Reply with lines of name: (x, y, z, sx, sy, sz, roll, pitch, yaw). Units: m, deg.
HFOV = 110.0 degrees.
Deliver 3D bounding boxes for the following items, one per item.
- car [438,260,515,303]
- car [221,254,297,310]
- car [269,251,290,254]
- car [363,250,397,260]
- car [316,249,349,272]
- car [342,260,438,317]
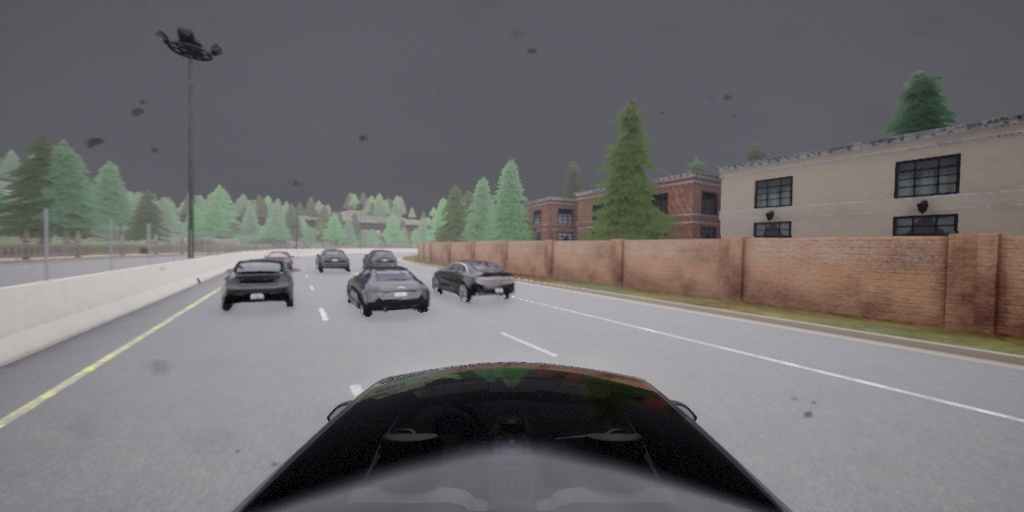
car: (-1.702, 0.918, 14.524, 2.128, 1.511, 4.902, 0, 2, -31)
car: (-8.649, 0.851, 12.470, 1.837, 1.490, 4.892, 0, 2, -31)
car: (-17.694, 0.368, 27.279, 1.812, 1.442, 4.674, 0, 2, -31)
car: (-11.016, 0.259, 29.788, 2.097, 1.767, 4.553, 0, 2, -31)
car: (-14.005, 0.246, 27.965, 2.097, 1.767, 4.553, 0, 2, -31)
car: (-4.210, 1.004, 11.916, 1.994, 1.385, 4.181, 0, 2, -31)
